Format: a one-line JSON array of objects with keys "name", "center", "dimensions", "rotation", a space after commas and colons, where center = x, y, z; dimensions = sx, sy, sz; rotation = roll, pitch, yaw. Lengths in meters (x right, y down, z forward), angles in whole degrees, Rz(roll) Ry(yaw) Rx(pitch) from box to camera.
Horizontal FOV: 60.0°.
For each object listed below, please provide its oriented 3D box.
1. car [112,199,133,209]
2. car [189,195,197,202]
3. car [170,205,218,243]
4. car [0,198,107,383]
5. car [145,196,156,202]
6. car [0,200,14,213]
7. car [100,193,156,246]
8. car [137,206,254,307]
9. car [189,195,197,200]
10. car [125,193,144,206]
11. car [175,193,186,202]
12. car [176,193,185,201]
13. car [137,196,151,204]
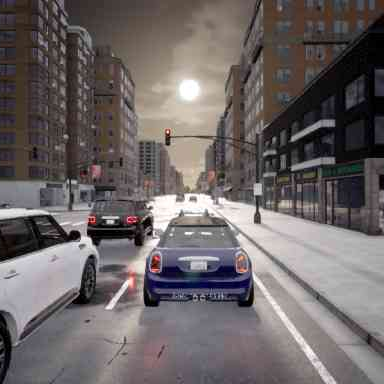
[{"name": "car", "center": [-9.683, 1.619, 46.523], "dimensions": [1.895, 1.301, 4.718], "rotation": [0, 0, 0]}, {"name": "car", "center": [0.289, 1.569, 78.217], "dimensions": [1.812, 1.442, 4.674], "rotation": [0, 0, 0]}, {"name": "car", "center": [0.118, 1.495, 17.213], "dimensions": [2.128, 1.511, 4.902], "rotation": [0, 0, 1]}, {"name": "car", "center": [-3.138, 1.222, 4.988], "dimensions": [2.150, 2.045, 5.566], "rotation": [0, 0, 1]}, {"name": "car", "center": [-9.469, 1.630, 76.467], "dimensions": [1.895, 1.301, 4.718], "rotation": [0, 0, 0]}, {"name": "car", "center": [-22.018, 1.597, 36.065], "dimensions": [4.313, 1.339, 1.947], "rotation": [0, 0, 0]}, {"name": "car", "center": [-3.096, 1.225, 15.341], "dimensions": [2.150, 2.045, 5.566], "rotation": [0, 0, 0]}, {"name": "car", "center": [0.127, 1.353, 8.145], "dimensions": [2.097, 1.767, 4.553], "rotation": [0, 0, 0]}, {"name": "car", "center": [0.325, 1.497, 88.225], "dimensions": [1.994, 1.385, 4.181], "rotation": [0, 0, 0]}, {"name": "car", "center": [-9.627, 1.247, 56.379], "dimensions": [2.150, 2.045, 5.566], "rotation": [0, 0, 1]}, {"name": "car", "center": [-2.963, 1.584, 77.815], "dimensions": [2.033, 1.411, 5.357], "rotation": [0, 0, 0]}, {"name": "car", "center": [-2.925, 1.169, 88.267], "dimensions": [2.150, 2.045, 5.566], "rotation": [0, 0, 0]}, {"name": "car", "center": [-9.525, 1.598, 66.386], "dimensions": [1.994, 1.385, 4.181], "rotation": [0, 0, 1]}]
